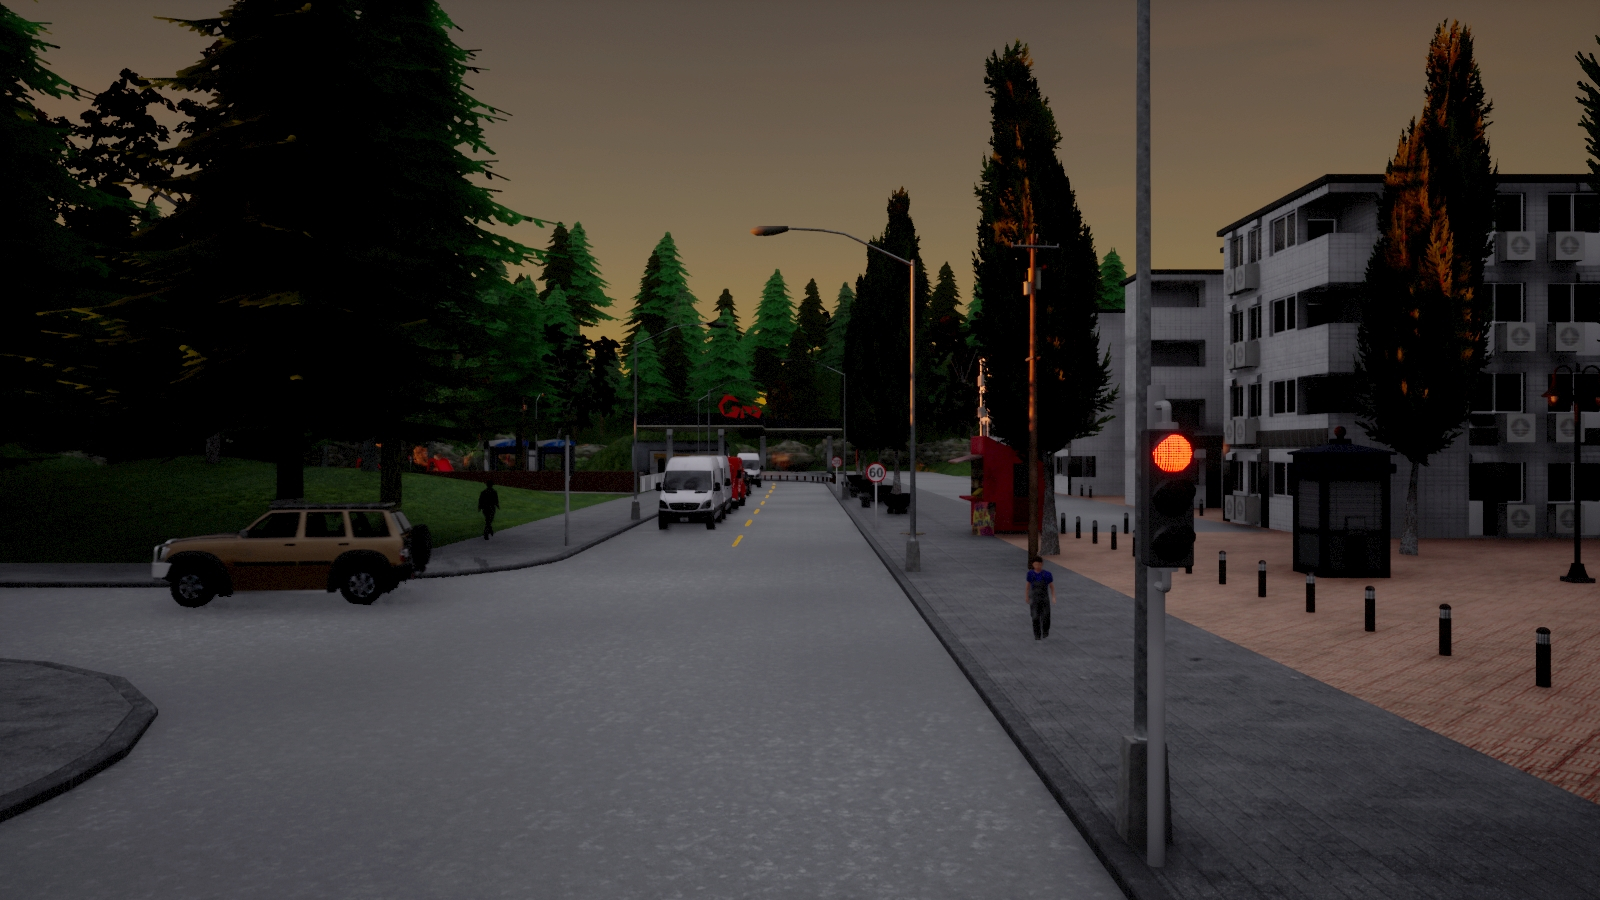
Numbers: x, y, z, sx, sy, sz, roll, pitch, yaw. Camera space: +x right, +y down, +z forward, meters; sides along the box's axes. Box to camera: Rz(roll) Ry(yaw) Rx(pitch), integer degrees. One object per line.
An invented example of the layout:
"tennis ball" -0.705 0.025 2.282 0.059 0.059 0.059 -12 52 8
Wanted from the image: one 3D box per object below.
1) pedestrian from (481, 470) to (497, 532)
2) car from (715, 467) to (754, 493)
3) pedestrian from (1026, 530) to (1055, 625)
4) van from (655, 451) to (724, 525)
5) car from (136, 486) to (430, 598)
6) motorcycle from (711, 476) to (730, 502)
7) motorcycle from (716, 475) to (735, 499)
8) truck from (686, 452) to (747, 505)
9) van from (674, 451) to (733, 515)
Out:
"pedestrian" -9.296 1.520 34.125 0.375 1.860 0.375 0 0 0
"car" -3.975 1.816 70.543 2.128 1.511 4.902 0 0 0
"pedestrian" 3.427 1.802 16.275 0.375 1.300 0.375 0 0 14
"van" -4.013 1.307 42.390 1.988 2.561 5.915 0 0 0
"car" -9.414 1.640 21.171 4.605 1.855 1.932 0 0 -9
"motorcycle" -3.975 1.953 57.177 0.856 1.236 1.805 0 0 0
"motorcycle" -3.988 1.975 61.268 0.867 1.251 2.209 0 0 0
"truck" -3.995 1.339 55.631 2.627 2.467 5.204 0 0 0
"van" -4.007 1.306 48.327 1.988 2.561 5.915 0 0 0
